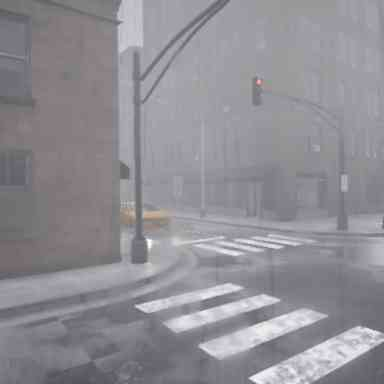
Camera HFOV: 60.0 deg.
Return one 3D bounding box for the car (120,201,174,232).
[{"bbox_3d":[-2.851,1.261,18.450,1.882,1.535,5.008,-1,1,-34],"label":"car"}]
